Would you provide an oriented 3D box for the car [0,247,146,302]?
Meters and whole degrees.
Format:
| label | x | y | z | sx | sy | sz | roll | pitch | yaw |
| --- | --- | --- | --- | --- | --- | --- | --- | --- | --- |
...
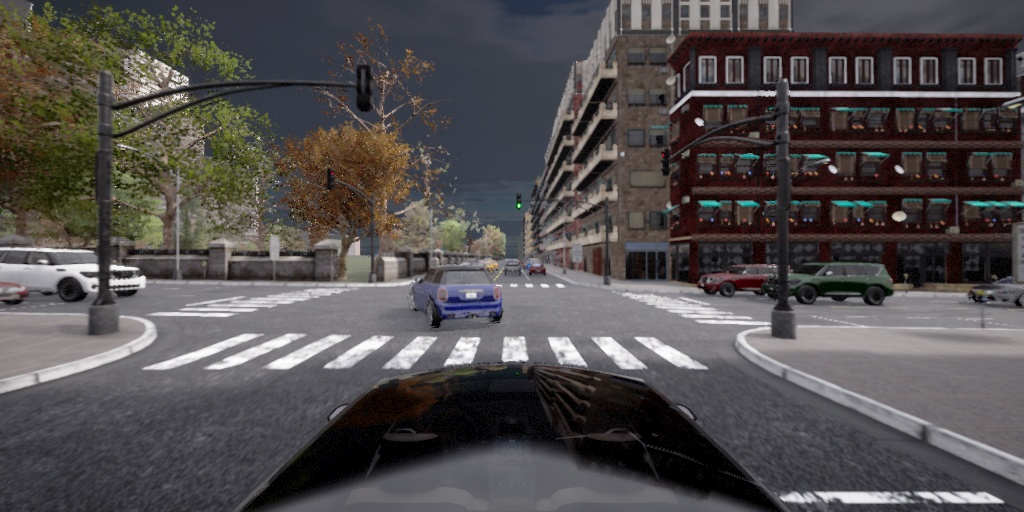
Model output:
| label | x | y | z | sx | sy | sz | roll | pitch | yaw |
| --- | --- | --- | --- | --- | --- | --- | --- | --- | --- |
| car | -18.352 | 0.694 | 14.547 | 5.566 | 2.045 | 2.150 | 1 | 0 | 1 |

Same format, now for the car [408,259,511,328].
| label | x | y | z | sx | sy | sz | roll | pitch | yaw |
| --- | --- | --- | --- | --- | --- | --- | --- | --- | --- |
| car | -2.021 | 1.110 | 11.879 | 2.097 | 1.767 | 4.553 | 1 | 0 | -25 |

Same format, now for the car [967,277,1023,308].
| label | x | y | z | sx | sy | sz | roll | pitch | yaw |
| --- | --- | --- | --- | --- | --- | --- | --- | --- | --- |
| car | 26.203 | 1.785 | 18.139 | 4.902 | 1.511 | 2.128 | 1 | 0 | -1 |

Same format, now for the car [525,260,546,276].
| label | x | y | z | sx | sy | sz | roll | pitch | yaw |
| --- | --- | --- | --- | --- | --- | --- | --- | --- | --- |
| car | 2.690 | 1.390 | 38.578 | 1.888 | 1.381 | 4.507 | 0 | 0 | 0 |

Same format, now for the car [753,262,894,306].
| label | x | y | z | sx | sy | sz | roll | pitch | yaw |
| --- | --- | --- | --- | --- | --- | --- | --- | --- | --- |
| car | 15.760 | 1.325 | 18.050 | 5.566 | 2.045 | 2.150 | 1 | 0 | -1 |

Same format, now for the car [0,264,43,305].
| label | x | y | z | sx | sy | sz | roll | pitch | yaw |
| --- | --- | --- | --- | --- | --- | --- | --- | --- | --- |
| car | -18.963 | 1.028 | 11.918 | 4.207 | 1.307 | 1.802 | 0 | 0 | -1 |

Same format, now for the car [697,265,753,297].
| label | x | y | z | sx | sy | sz | roll | pitch | yaw |
| --- | --- | --- | --- | --- | --- | --- | --- | --- | --- |
| car | 13.449 | 1.392 | 20.607 | 5.009 | 1.841 | 2.192 | 0 | 0 | -1 |

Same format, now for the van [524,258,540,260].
| label | x | y | z | sx | sy | sz | roll | pitch | yaw |
| --- | --- | --- | --- | --- | --- | --- | --- | --- | --- |
| van | 2.690 | 1.203 | 44.209 | 1.690 | 1.789 | 3.998 | 0 | 0 | 0 |

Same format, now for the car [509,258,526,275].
| label | x | y | z | sx | sy | sz | roll | pitch | yaw |
| --- | --- | --- | --- | --- | --- | --- | --- | --- | --- |
| car | 0.097 | 1.341 | 40.272 | 2.128 | 1.511 | 4.902 | 0 | 0 | 0 |

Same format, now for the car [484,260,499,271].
| label | x | y | z | sx | sy | sz | roll | pitch | yaw |
| --- | --- | --- | --- | --- | --- | --- | --- | --- | --- |
| car | -3.057 | 1.372 | 53.815 | 1.882 | 1.535 | 5.008 | 0 | 0 | 0 |
